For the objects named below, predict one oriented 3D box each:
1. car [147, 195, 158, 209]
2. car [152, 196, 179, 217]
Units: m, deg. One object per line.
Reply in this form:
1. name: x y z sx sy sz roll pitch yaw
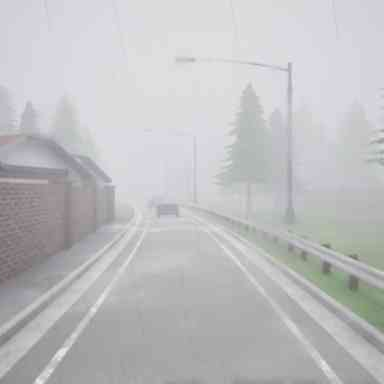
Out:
1. car: -4.669 1.277 43.638 2.097 1.767 4.553 0 0 -12
2. car: -2.314 1.425 30.418 1.882 1.535 5.008 0 0 -9
